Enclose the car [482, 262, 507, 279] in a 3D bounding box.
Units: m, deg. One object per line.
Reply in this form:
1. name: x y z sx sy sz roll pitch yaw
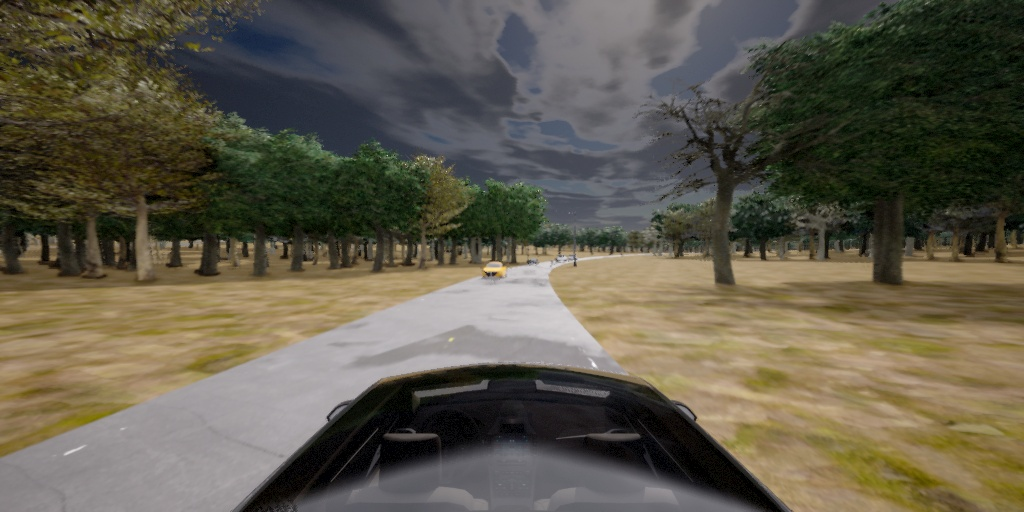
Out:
1. car: -1.617 1.337 33.974 1.882 1.535 5.008 0 0 5
